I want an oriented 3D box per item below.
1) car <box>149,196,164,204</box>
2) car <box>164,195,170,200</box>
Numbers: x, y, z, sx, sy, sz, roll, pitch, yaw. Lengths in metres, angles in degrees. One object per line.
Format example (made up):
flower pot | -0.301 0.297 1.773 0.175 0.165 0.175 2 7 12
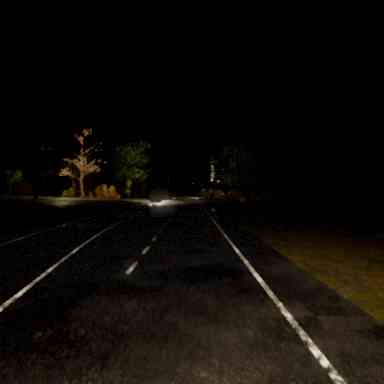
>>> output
car | -7.155 1.529 64.853 1.837 1.490 4.892 1 2 0
car | -7.286 1.621 92.846 1.994 1.385 4.181 0 0 0
